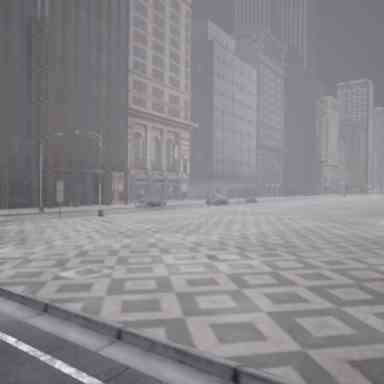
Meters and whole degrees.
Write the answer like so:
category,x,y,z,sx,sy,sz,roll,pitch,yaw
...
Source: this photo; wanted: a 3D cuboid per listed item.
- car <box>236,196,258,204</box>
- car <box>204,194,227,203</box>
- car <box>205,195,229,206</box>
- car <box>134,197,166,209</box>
category,x,y,z,sx,sy,sz,roll,pitch,yaw
car,9.852,1.403,59.412,2.033,1.411,5.357,1,1,35
car,4.038,1.079,56.380,1.812,1.442,4.674,1,1,35
car,3.973,1.391,51.009,2.128,1.511,4.902,1,1,36
car,-5.390,1.393,43.223,2.128,1.511,4.902,1,1,35
